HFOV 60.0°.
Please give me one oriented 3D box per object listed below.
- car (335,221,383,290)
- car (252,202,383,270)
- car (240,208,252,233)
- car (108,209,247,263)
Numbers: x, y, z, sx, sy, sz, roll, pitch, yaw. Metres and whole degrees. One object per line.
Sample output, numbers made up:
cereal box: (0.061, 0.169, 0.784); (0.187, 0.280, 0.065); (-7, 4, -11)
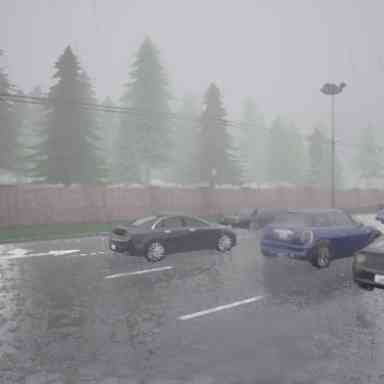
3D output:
car: (5.525, 1.509, 7.708); (4.674, 1.442, 1.812); (0, 0, -36)
car: (4.474, 1.333, 11.243); (4.553, 1.767, 2.097); (0, 0, -36)
car: (3.907, 1.573, 19.436); (4.718, 1.301, 1.895); (0, 0, -36)
car: (-0.523, 1.492, 11.974); (4.892, 1.490, 1.837); (0, 0, -36)
